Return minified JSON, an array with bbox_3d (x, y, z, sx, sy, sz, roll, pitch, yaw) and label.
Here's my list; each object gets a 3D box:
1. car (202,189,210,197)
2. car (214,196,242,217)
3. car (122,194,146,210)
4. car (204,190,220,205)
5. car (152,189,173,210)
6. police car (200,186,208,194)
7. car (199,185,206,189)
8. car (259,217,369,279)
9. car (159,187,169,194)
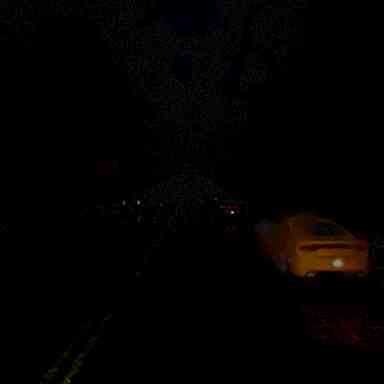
[{"bbox_3d":[3.219,0.759,58.128,1.994,1.385,4.181,0,2,0],"label":"car"},{"bbox_3d":[3.334,1.415,29.958,1.837,1.490,4.892,0,1,0],"label":"car"},{"bbox_3d":[-6.611,1.120,38.290,2.097,1.767,4.553,0,1,0],"label":"car"},{"bbox_3d":[3.225,0.982,47.133,2.033,1.649,4.856,0,2,0],"label":"car"},{"bbox_3d":[-3.364,0.971,39.161,2.150,2.045,5.566,0,1,0],"label":"car"},{"bbox_3d":[3.213,0.237,69.225,1.930,1.638,5.238,0,2,0],"label":"police car"},{"bbox_3d":[3.207,-0.247,80.090,2.033,1.649,4.856,0,3,0],"label":"car"},{"bbox_3d":[3.344,1.483,10.096,1.882,1.535,5.008,0,0,0],"label":"car"},{"bbox_3d":[-6.542,-0.453,78.800,2.033,1.411,5.357,0,3,0],"label":"car"}]
